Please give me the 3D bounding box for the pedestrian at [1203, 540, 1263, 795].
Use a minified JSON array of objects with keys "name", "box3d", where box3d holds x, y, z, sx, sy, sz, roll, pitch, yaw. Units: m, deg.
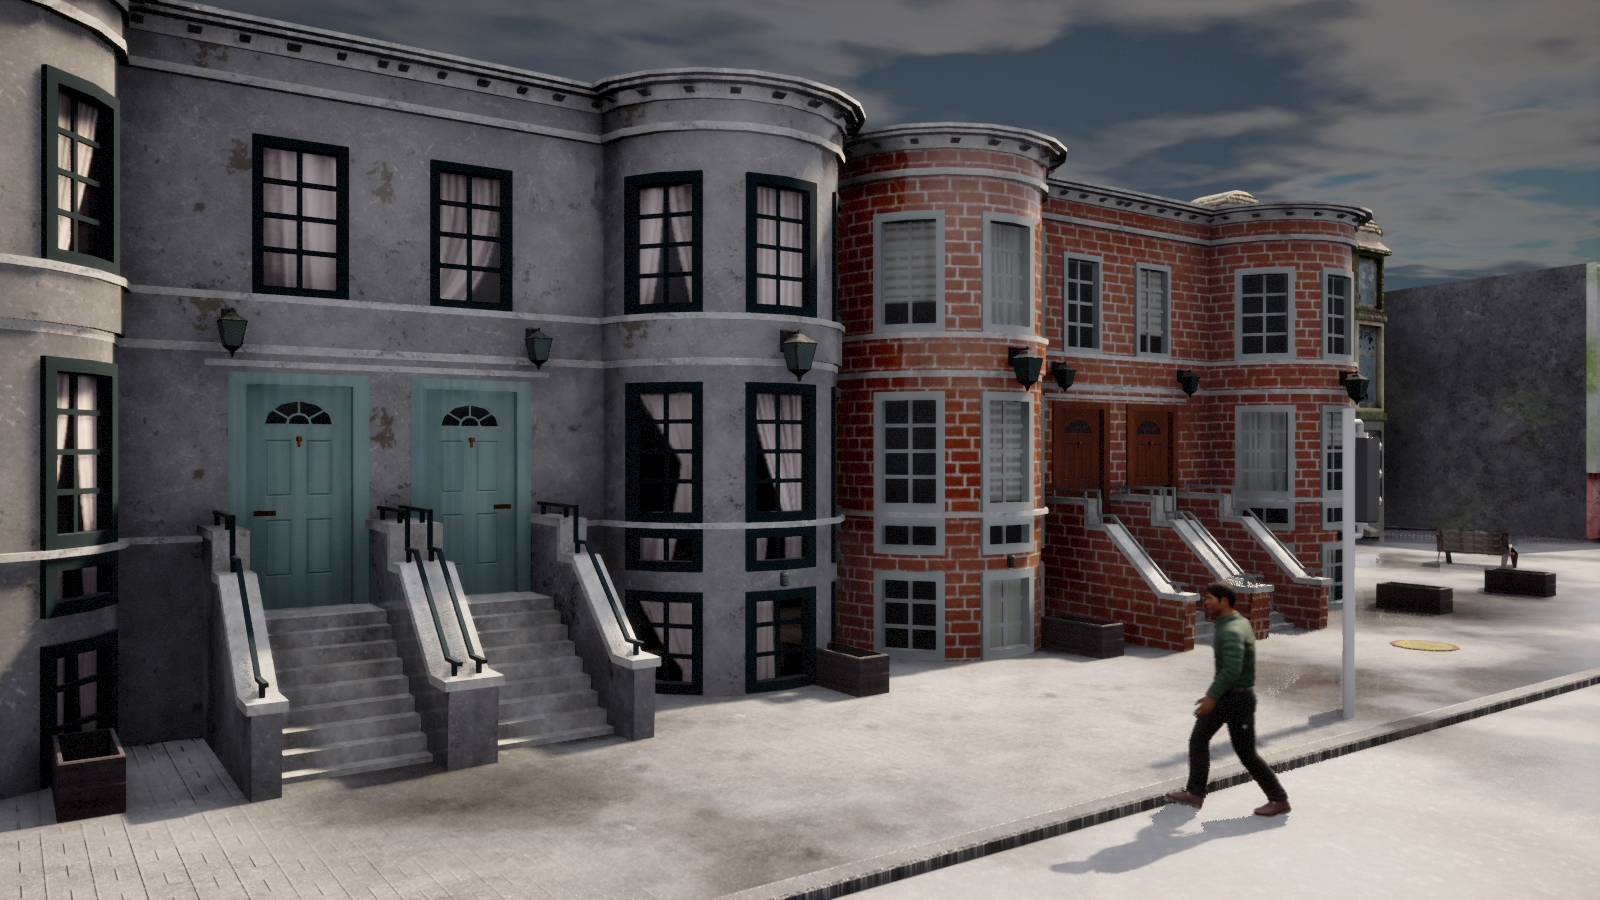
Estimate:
[{"name":"pedestrian","box3d":[3.286,1.629,8.686,0.375,1.860,0.375,0,0,12]}]
